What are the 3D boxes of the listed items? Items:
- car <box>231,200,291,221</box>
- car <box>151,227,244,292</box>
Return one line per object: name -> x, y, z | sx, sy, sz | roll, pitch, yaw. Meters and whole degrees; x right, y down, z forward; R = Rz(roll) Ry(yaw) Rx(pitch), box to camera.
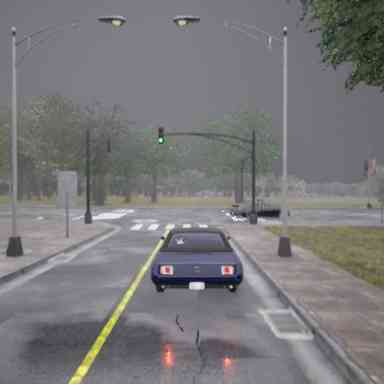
car -> 5.391, 1.409, 25.924 | 4.902, 1.511, 2.128 | 0, 0, -21
car -> 0.102, 1.583, 8.865 | 1.895, 1.301, 4.718 | 0, 0, 0
